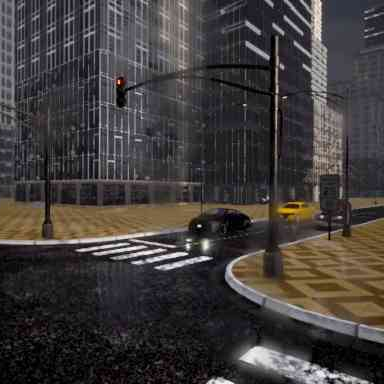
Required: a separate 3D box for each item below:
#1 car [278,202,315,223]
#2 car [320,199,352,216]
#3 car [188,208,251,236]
[{"bbox_3d":[8.344,1.589,26.982,1.882,1.535,5.008,1,0,40],"label":"car"},{"bbox_3d":[15.279,1.512,35.171,2.097,1.767,4.553,1,0,40],"label":"car"},{"bbox_3d":[1.669,1.628,19.093,1.994,1.385,4.181,1,0,40],"label":"car"}]
